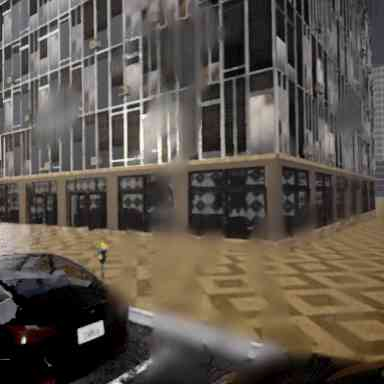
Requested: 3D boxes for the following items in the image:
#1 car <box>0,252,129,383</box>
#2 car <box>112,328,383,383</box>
[{"bbox_3d":[-2.794,1.560,4.841,4.313,1.339,1.947,0,-1,35],"label":"car"},{"bbox_3d":[1.847,1.567,1.535,4.313,1.339,1.947,0,-1,35],"label":"car"}]
